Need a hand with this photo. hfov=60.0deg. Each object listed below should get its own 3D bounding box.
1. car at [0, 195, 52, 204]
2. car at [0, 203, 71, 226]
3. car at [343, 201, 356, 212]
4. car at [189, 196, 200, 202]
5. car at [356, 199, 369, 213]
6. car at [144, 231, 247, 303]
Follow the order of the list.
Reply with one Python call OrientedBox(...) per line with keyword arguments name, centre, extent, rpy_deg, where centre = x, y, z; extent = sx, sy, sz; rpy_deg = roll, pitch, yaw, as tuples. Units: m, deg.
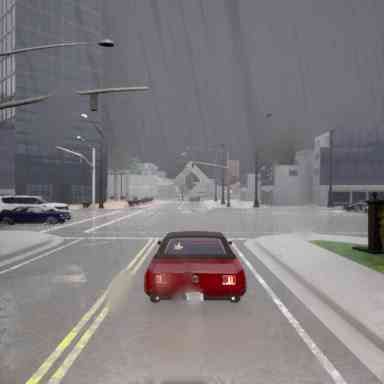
OrientedBox(name="car", centre=(-12.732, 1.291, 26.642), extent=(5.566, 2.045, 2.150), rpy_deg=(0, 0, -1))
OrientedBox(name="car", centre=(-10.970, 1.658, 23.145), extent=(4.718, 1.301, 1.895), rpy_deg=(0, 0, 0))
OrientedBox(name="car", centre=(19.372, 1.520, 37.583), extent=(4.181, 1.385, 1.994), rpy_deg=(0, 0, -1))
OrientedBox(name="car", centre=(0.663, 1.539, 77.390), extent=(2.033, 1.411, 5.357), rpy_deg=(0, 0, 12))
OrientedBox(name="car", centre=(19.876, 1.479, 34.088), extent=(4.674, 1.442, 1.812), rpy_deg=(0, 0, 0))
OrientedBox(name="car", centre=(0.071, 1.601, 8.183), extent=(1.895, 1.301, 4.718), rpy_deg=(0, 0, 0))
